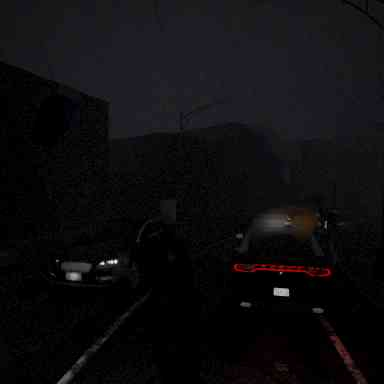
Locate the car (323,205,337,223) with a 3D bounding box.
[{"bbox_3d":[8.024,1.537,21.441,1.837,1.490,4.892,1,0,34],"label":"car"}]

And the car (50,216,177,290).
[{"bbox_3d":[-1.826,1.476,9.237,2.128,1.511,4.902,0,0,15],"label":"car"}]

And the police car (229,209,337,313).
[{"bbox_3d":[2.045,1.428,7.940,1.930,1.638,5.238,0,0,13],"label":"police car"}]

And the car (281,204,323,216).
[{"bbox_3d":[5.182,1.493,16.610,1.882,1.535,5.008,1,0,26],"label":"car"}]
